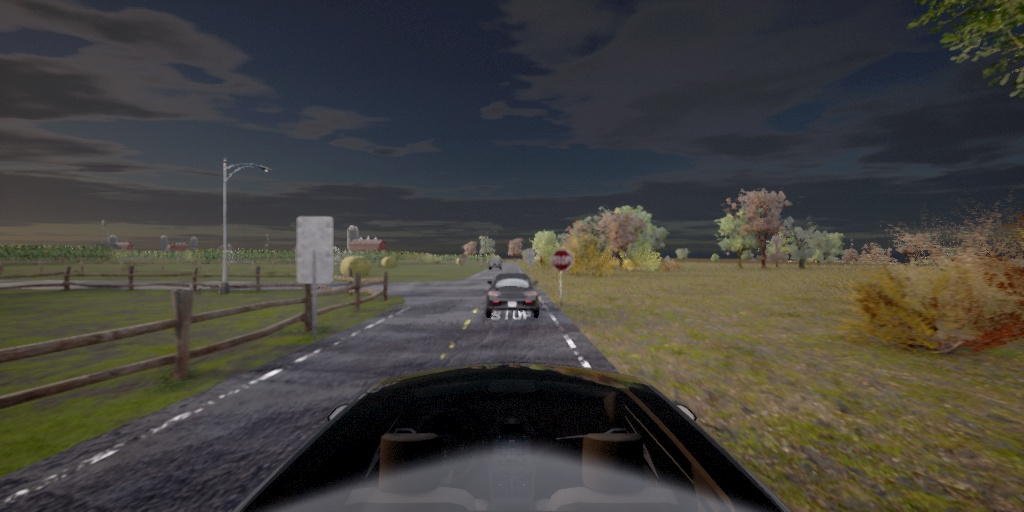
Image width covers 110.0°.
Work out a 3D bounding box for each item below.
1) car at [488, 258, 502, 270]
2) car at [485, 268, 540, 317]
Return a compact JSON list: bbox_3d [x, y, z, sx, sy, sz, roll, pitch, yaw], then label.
[{"bbox_3d":[-2.814,1.365,60.274,2.150,2.045,5.566,0,0,1],"label":"car"},{"bbox_3d":[0.026,1.347,13.445,1.812,1.442,4.674,0,0,0],"label":"car"}]
